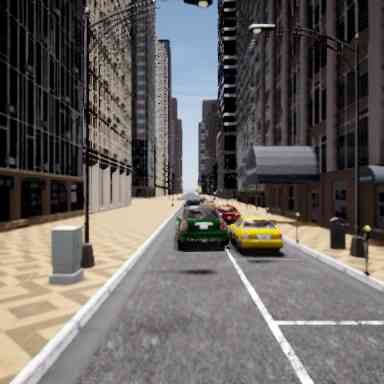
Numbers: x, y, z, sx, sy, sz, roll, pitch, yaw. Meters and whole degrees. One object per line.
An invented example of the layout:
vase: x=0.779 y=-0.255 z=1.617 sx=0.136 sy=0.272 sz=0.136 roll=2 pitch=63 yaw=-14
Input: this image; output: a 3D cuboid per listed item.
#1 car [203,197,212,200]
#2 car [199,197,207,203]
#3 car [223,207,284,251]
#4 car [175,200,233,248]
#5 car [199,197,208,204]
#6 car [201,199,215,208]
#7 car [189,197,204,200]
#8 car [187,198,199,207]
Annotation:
car: x=2.566 y=1.721 z=47.477 sx=1.752 sy=1.417 sz=4.829 roll=0 pitch=0 yaw=0
car: x=2.568 y=1.844 z=80.785 sx=1.752 sy=1.417 sz=4.829 roll=0 pitch=0 yaw=0
car: x=2.564 y=1.586 z=14.169 sx=1.752 sy=1.417 sz=4.829 roll=0 pitch=0 yaw=0
car: x=0.329 y=1.417 z=15.368 sx=2.097 sy=1.767 sz=4.553 roll=0 pitch=0 yaw=-4
car: x=2.568 y=1.843 z=75.063 sx=1.887 sy=1.381 sz=4.507 roll=0 pitch=0 yaw=0
car: x=2.567 y=1.767 z=52.858 sx=2.008 sy=1.369 sz=4.403 roll=0 pitch=0 yaw=0
car: x=0.105 y=1.640 z=39.351 sx=1.882 sy=1.535 sz=5.008 roll=0 pitch=0 yaw=0
car: x=0.103 y=1.799 z=57.919 sx=1.994 sy=1.385 sz=4.181 roll=0 pitch=0 yaw=0
